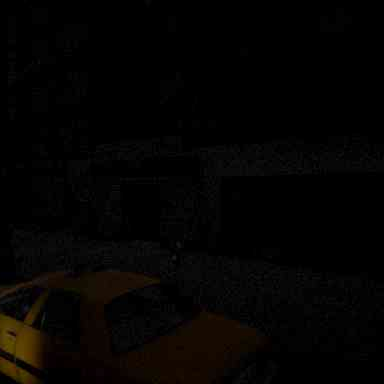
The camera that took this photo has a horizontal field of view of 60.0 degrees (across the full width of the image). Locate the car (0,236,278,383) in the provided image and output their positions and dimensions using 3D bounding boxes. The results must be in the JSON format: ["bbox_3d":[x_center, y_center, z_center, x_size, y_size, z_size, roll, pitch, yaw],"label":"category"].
[{"bbox_3d":[-1.445,1.522,4.112,4.829,1.417,1.752,0,0,35],"label":"car"}]

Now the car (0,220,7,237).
[{"bbox_3d":[-5.803,1.312,7.221,5.009,1.841,2.192,0,0,36],"label":"car"}]
